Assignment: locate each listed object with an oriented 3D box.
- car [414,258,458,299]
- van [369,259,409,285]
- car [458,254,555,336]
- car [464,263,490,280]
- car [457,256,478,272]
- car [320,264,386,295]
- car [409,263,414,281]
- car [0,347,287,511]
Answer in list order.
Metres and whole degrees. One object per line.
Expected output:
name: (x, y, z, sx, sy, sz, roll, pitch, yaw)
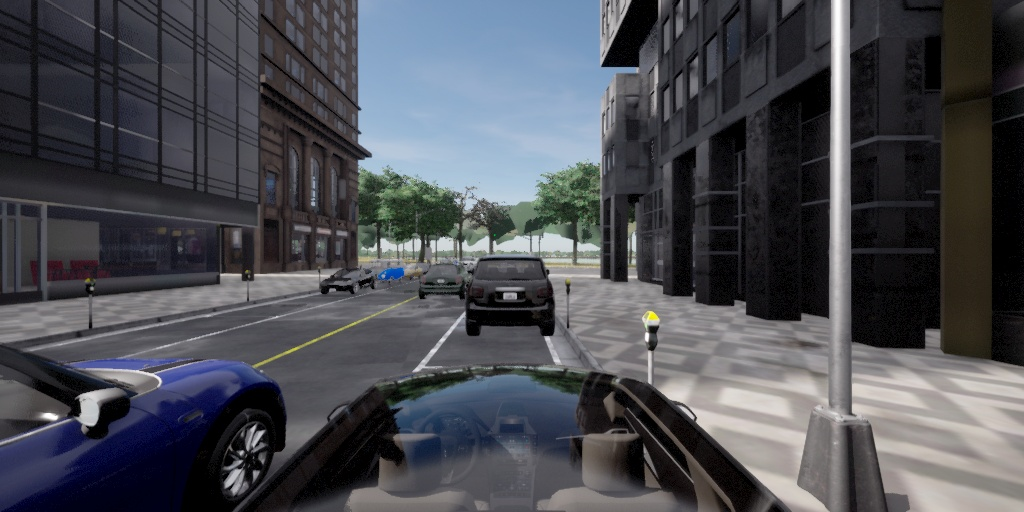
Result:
car: (-3.145, 1.118, 17.965, 2.097, 1.767, 4.553, 0, 0, 0)
van: (-8.908, 1.093, 25.423, 1.690, 1.789, 3.998, 0, 0, 0)
car: (-0.039, 0.970, 10.530, 2.150, 2.045, 5.566, 0, 0, 0)
car: (-3.145, 1.372, 33.025, 1.895, 1.301, 4.718, 0, 0, 0)
car: (-6.145, 1.090, 49.966, 2.150, 2.045, 5.566, 0, 0, 0)
car: (-8.908, 1.317, 19.986, 1.948, 1.339, 4.313, 0, 0, 0)
car: (-8.908, 1.279, 30.691, 1.751, 1.417, 4.829, 0, 0, 0)
car: (-3.145, 1.101, 1.470, 2.097, 1.767, 4.553, 0, 0, 0)
